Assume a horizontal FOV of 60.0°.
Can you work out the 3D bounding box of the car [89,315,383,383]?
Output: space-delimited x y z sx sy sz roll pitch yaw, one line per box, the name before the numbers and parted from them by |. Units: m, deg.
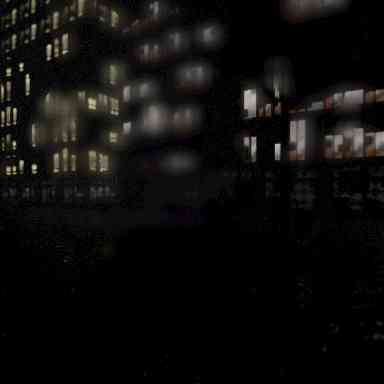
car | 1.093 1.566 2.089 4.313 1.339 1.947 0 0 36
